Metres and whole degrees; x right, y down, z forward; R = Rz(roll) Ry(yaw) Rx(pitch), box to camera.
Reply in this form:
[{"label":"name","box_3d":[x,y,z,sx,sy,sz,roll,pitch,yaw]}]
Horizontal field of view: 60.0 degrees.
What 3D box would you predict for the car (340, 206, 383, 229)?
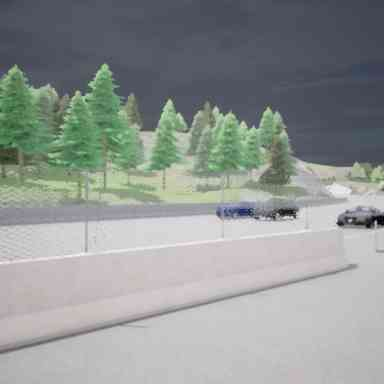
[{"label":"car","box_3d":[11.505,1.636,22.422,4.181,1.385,1.994,0,0,-42]}]
